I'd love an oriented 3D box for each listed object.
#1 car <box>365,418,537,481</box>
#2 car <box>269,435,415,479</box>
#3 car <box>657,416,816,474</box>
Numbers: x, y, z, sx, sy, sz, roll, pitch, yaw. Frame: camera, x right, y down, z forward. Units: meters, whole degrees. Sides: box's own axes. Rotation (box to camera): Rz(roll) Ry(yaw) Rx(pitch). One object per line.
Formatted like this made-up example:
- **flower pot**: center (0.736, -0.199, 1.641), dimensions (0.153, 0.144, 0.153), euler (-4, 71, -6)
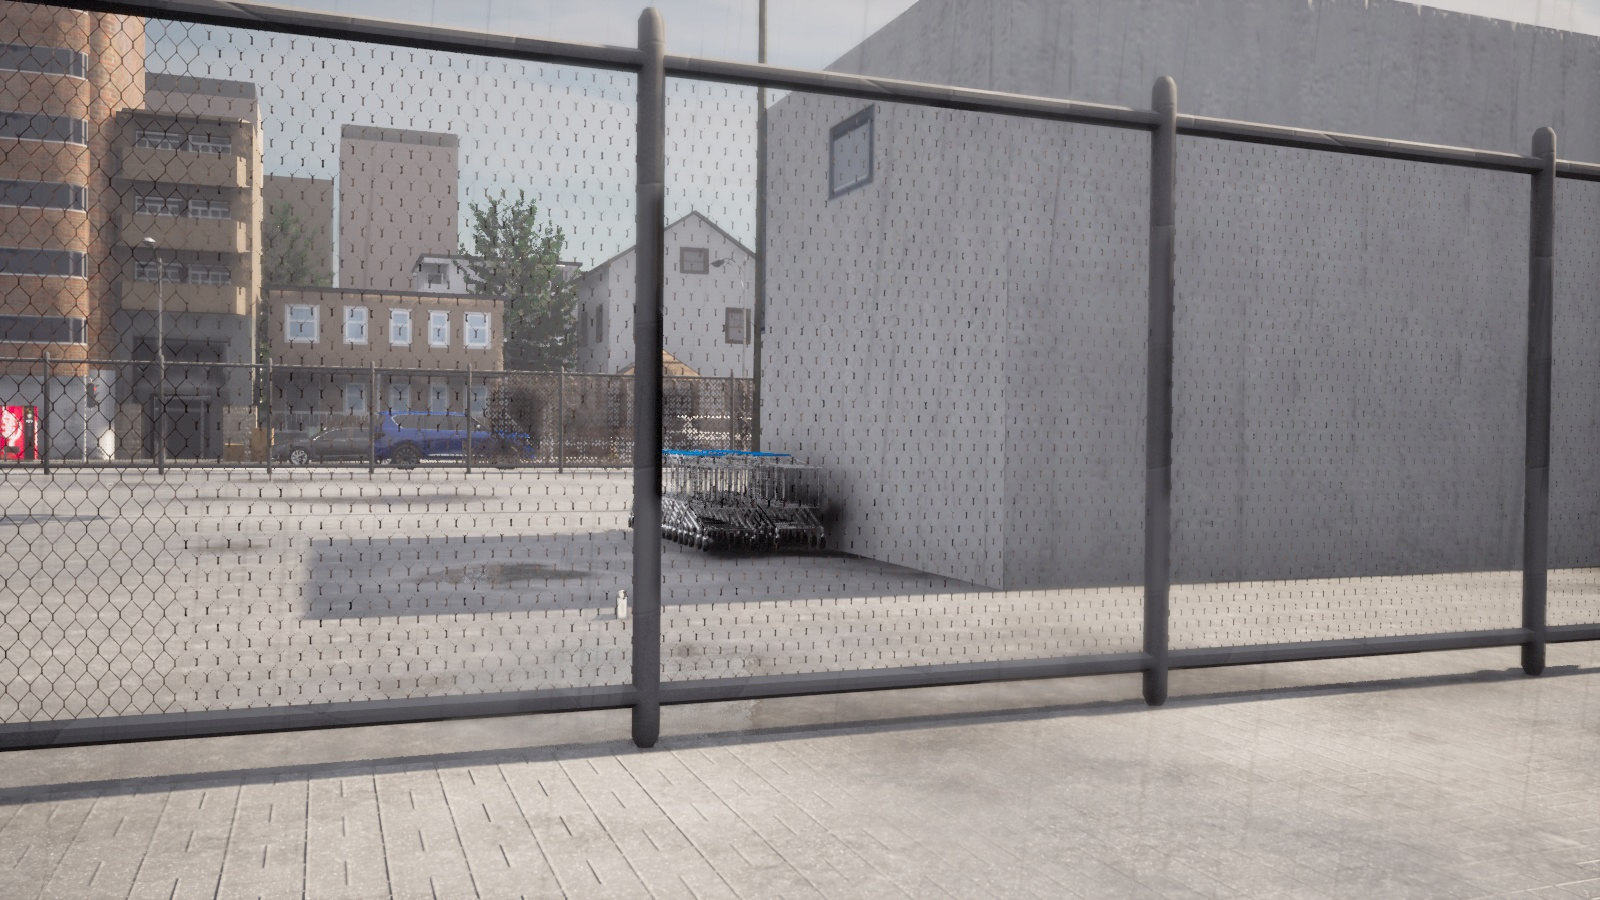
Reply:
- **car**: center (-12.068, -0.059, 43.417), dimensions (5.566, 2.045, 2.150), euler (-1, 1, -19)
- **car**: center (-16.703, 0.237, 45.903), dimensions (4.892, 1.490, 1.837), euler (-1, 1, -21)
- **car**: center (-2.386, -0.224, 47.124), dimensions (5.566, 2.045, 2.150), euler (-1, 1, -18)
